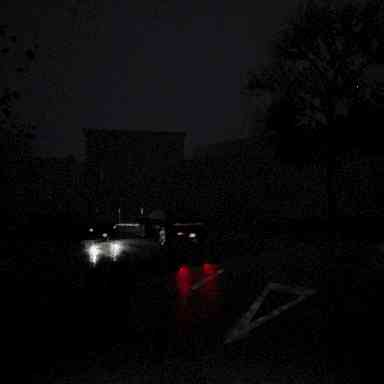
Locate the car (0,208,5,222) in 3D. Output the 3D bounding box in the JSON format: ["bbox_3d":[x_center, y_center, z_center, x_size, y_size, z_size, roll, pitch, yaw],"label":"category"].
[{"bbox_3d":[-15.937,1.529,25.157,2.185,1.767,4.553,-1,0,-10],"label":"car"}]

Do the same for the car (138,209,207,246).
[{"bbox_3d":[-1.068,1.551,15.722,2.128,1.511,4.902,1,-1,-26],"label":"car"}]

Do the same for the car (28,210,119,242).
[{"bbox_3d":[-6.160,1.613,16.856,5.357,1.411,2.033,0,-1,35],"label":"car"}]
